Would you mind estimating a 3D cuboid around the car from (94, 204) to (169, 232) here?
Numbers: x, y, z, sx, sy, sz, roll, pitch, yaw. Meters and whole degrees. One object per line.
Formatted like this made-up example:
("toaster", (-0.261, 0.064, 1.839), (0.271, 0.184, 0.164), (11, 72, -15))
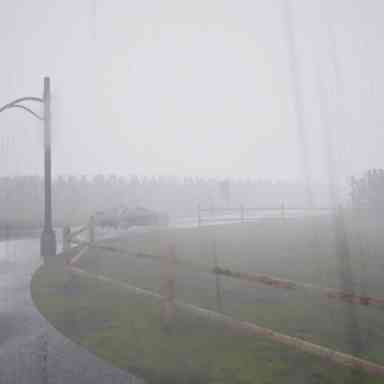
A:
("car", (-3.552, 1.499, 20.191), (4.902, 1.511, 2.128), (0, -1, -44))
